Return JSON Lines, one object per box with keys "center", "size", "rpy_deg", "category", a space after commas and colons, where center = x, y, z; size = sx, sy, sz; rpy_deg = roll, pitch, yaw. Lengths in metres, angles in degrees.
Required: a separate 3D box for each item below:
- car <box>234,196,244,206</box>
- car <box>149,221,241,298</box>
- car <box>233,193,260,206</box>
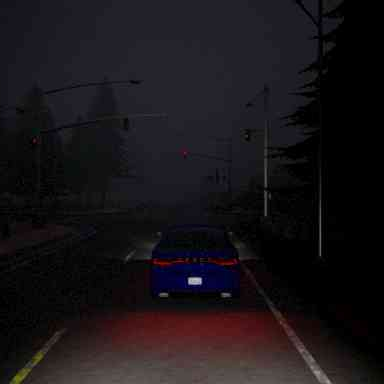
{"center": [8.954, 1.144, 49.511], "size": [4.605, 1.855, 1.932], "rpy_deg": [0, 0, 0], "category": "car"}
{"center": [0.079, 1.478, 8.558], "size": [1.882, 1.535, 5.008], "rpy_deg": [0, 0, 1], "category": "car"}
{"center": [8.545, 1.146, 52.022], "size": [3.866, 1.878, 1.905], "rpy_deg": [0, 0, 0], "category": "car"}
